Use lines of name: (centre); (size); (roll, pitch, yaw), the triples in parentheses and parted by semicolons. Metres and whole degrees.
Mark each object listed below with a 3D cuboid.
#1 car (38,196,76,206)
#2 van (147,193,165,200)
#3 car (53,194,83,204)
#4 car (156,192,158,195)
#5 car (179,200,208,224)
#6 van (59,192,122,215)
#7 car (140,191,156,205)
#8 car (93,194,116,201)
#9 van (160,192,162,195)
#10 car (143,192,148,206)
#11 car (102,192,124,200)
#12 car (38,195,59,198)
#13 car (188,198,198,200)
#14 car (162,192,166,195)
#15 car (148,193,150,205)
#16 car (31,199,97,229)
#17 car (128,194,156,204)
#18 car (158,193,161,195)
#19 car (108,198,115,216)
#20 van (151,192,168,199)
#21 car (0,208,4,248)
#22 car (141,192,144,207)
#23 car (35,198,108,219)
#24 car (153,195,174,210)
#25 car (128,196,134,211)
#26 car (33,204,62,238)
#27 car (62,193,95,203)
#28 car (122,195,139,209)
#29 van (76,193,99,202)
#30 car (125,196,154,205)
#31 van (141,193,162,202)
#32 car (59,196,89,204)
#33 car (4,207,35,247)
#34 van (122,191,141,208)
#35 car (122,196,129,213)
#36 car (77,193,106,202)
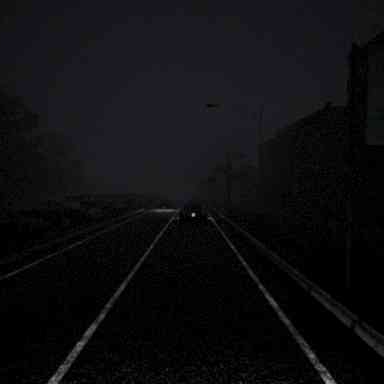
car: (-21.821, 1.404, 53.862); (5.366, 1.575, 1.946); (0, 0, 0)
van: (-9.090, 1.137, 85.121); (4.442, 1.987, 1.878); (0, 0, 0)
car: (-22.046, 1.281, 59.412); (4.553, 1.767, 2.185); (0, 0, 0)
car: (-8.899, 1.155, 54.280); (5.566, 2.045, 2.435); (0, 0, 0)
car: (0.097, 1.502, 24.355); (1.994, 1.385, 4.181); (0, 0, 0)
van: (-8.773, 1.181, 29.050); (4.442, 1.987, 1.878); (0, 0, 0)
car: (-8.895, 1.155, 51.476); (5.566, 2.045, 2.435); (0, 0, 0)
car: (-22.237, 1.365, 84.399); (5.366, 1.575, 1.946); (0, 0, 0)
van: (-9.065, 1.179, 68.296); (4.442, 1.987, 1.878); (0, 0, 0)
car: (-8.884, 1.281, 45.870); (4.553, 1.767, 2.185); (0, 0, 0)
car: (-22.036, 1.059, 92.726); (5.566, 2.045, 2.435); (0, 0, 0)
car: (-22.008, 1.408, 51.085); (4.892, 1.521, 2.231); (0, 0, 0)
car: (0.095, 1.479, 41.954); (2.033, 1.411, 5.357); (0, 0, 0)
car: (-8.925, 1.154, 71.100); (5.566, 2.045, 2.435); (0, 0, 0)
car: (-8.888, 1.281, 48.673); (4.553, 1.767, 2.185); (0, 0, 0)
car: (-8.872, 1.409, 20.643); (5.008, 1.535, 2.097); (0, 0, 0)
car: (-8.967, 1.280, 59.886); (4.553, 1.767, 2.185); (0, 0, 0)
car: (-8.934, 1.406, 62.689); (4.892, 1.521, 2.231); (0, 0, 0)
car: (-8.915, 1.437, 26.247); (4.792, 1.488, 2.163); (0, 0, 0)
van: (-9.103, 1.077, 93.533); (4.442, 1.987, 1.878); (0, 0, 0)
car: (-8.889, 1.183, 9.430); (5.566, 2.045, 2.435); (0, 0, 0)
car: (-8.942, 1.281, 43.066); (4.553, 1.767, 2.185); (0, 0, 0)
car: (-9.067, 1.404, 23.443); (5.366, 1.575, 1.946); (0, 0, 0)
car: (-3.344, 1.479, 42.646); (2.033, 1.411, 5.357); (0, 0, 0)
car: (-8.869, 1.436, 34.657); (4.792, 1.488, 2.163); (0, 0, 0)
car: (-8.840, 1.448, 15.036); (4.792, 1.488, 2.163); (0, 0, 0)
car: (-22.052, 1.155, 64.965); (5.566, 2.045, 2.435); (0, 0, 0)
car: (-8.897, 1.407, 37.460); (5.008, 1.535, 2.097); (0, 0, 0)
van: (-22.148, 1.180, 70.515); (4.442, 1.987, 1.878); (0, 0, 0)
car: (-8.929, 1.446, 57.083); (4.674, 1.452, 2.002); (0, 0, 0)
van: (-9.074, 1.179, 73.901); (4.442, 1.987, 1.878); (0, 0, 0)
car: (-21.990, 1.436, 62.189); (4.792, 1.488, 2.163); (0, 0, 0)
car: (-8.860, 1.426, 12.238); (4.892, 1.521, 2.231); (0, 0, 0)
van: (-8.790, 1.181, 40.263); (4.442, 1.987, 1.878); (0, 0, 0)
car: (-8.865, 1.437, 31.853); (4.792, 1.488, 2.163); (0, 0, 0)
car: (-22.064, 1.154, 73.292); (5.566, 2.045, 2.435); (0, 0, 0)
